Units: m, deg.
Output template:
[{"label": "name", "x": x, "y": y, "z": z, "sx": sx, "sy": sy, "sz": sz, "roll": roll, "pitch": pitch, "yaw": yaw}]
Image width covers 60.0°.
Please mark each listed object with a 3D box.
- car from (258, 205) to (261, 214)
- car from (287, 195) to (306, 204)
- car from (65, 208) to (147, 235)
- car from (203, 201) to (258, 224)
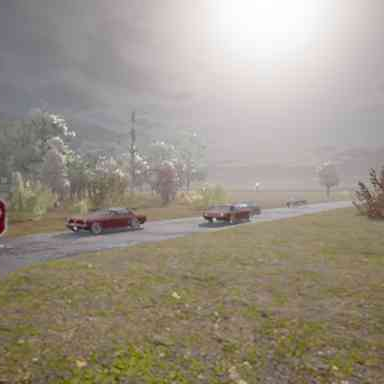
[{"label": "car", "x": 5.383, "y": 1.557, "z": 33.763, "sx": 1.994, "sy": 1.385, "sz": 4.181, "roll": 0, "pitch": 0, "yaw": 35}, {"label": "car", "x": 14.876, "y": 1.203, "z": 46.963, "sx": 1.837, "sy": 1.490, "sz": 4.892, "roll": 0, "pitch": 0, "yaw": 35}, {"label": "car", "x": -4.879, "y": 1.605, "z": 19.331, "sx": 1.895, "sy": 1.301, "sz": 4.718, "roll": 0, "pitch": 0, "yaw": 35}, {"label": "car", "x": 2.842, "y": 1.587, "z": 24.716, "sx": 1.895, "sy": 1.301, "sz": 4.718, "roll": 0, "pitch": 0, "yaw": 36}]
